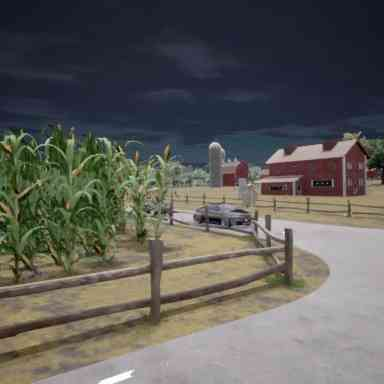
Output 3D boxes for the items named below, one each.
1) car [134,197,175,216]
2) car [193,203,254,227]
[{"bbox_3d":[-3.248,1.217,28.015,1.837,1.490,4.892,-2,2,-36],"label":"car"},{"bbox_3d":[1.922,1.395,20.769,1.994,1.385,4.181,-2,2,-38],"label":"car"}]
